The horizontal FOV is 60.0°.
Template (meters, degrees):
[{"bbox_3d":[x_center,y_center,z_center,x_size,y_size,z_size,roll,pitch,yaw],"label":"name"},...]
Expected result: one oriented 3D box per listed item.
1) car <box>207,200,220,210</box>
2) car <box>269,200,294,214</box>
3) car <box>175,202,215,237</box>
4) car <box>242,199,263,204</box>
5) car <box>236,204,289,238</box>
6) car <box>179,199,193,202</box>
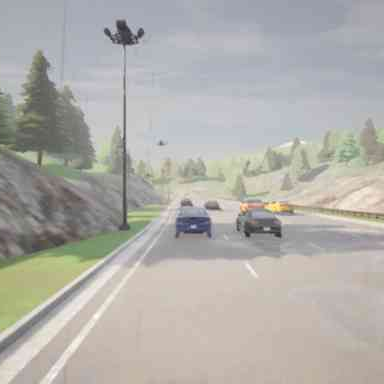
[{"bbox_3d":[2.798,1.830,47.555,1.994,1.385,4.181,0,0,-2],"label":"car"},{"bbox_3d":[10.150,1.668,38.208,1.882,1.535,5.008,0,0,-2],"label":"car"},{"bbox_3d":[0.057,1.587,18.925,1.882,1.535,5.008,0,0,0],"label":"car"},{"bbox_3d":[6.680,1.545,36.966,2.097,1.767,4.553,0,0,-2],"label":"car"},{"bbox_3d":[3.572,1.621,18.234,1.812,1.442,4.674,0,0,0],"label":"car"},{"bbox_3d":[-0.882,1.811,52.490,1.837,1.490,4.892,0,0,-2],"label":"car"}]
